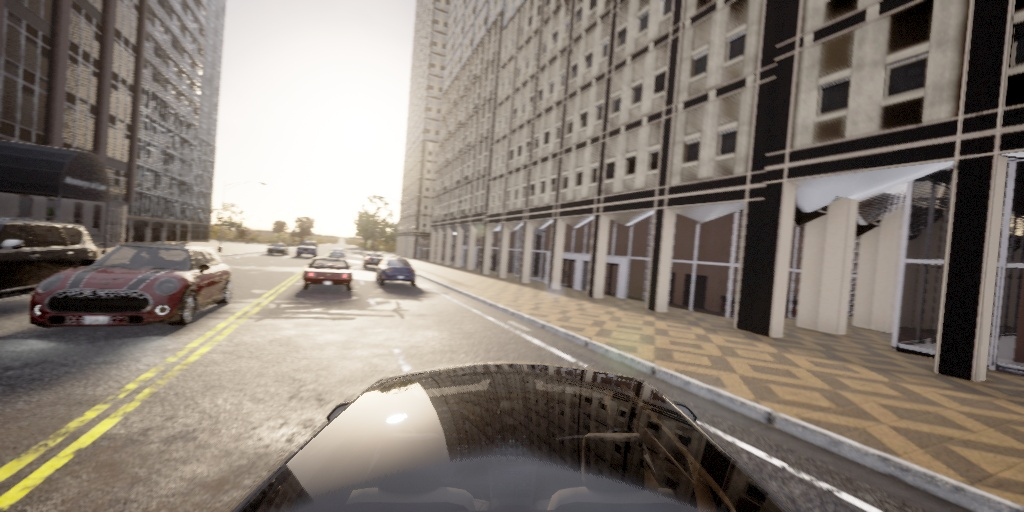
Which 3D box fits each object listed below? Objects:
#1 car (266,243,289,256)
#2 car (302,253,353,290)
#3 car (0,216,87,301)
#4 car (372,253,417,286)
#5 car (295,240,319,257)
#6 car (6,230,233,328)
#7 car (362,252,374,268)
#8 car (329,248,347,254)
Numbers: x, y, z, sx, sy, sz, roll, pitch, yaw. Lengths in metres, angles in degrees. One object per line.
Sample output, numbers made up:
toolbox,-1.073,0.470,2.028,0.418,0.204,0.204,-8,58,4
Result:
car,-28.891,-0.873,44.319,1.882,1.535,5.008,4,0,-25
car,-8.430,0.746,16.628,1.895,1.301,4.718,4,0,-25
car,-11.490,0.120,7.532,2.150,2.045,5.566,4,0,-25
car,-6.544,0.819,20.130,1.812,1.442,4.674,4,0,-25
car,-25.574,-0.880,44.929,2.150,2.045,5.566,4,0,-25
car,-8.348,0.488,8.454,2.097,1.767,4.553,4,0,-25
car,-13.117,0.370,34.049,2.033,1.411,5.357,4,0,-25
car,-21.263,-0.252,43.748,1.812,1.442,4.674,4,0,-25
